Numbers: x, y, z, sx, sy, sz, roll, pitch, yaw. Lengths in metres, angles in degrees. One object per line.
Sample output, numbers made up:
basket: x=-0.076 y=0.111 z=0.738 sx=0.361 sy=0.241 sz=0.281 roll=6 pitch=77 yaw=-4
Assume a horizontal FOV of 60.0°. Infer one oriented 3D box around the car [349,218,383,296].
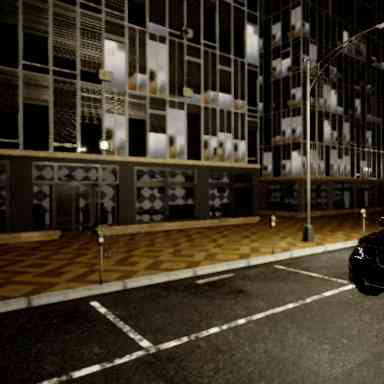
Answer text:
car: x=5.800 y=1.162 z=7.397 sx=5.566 sy=2.045 sz=2.150 roll=0 pitch=0 yaw=-36
